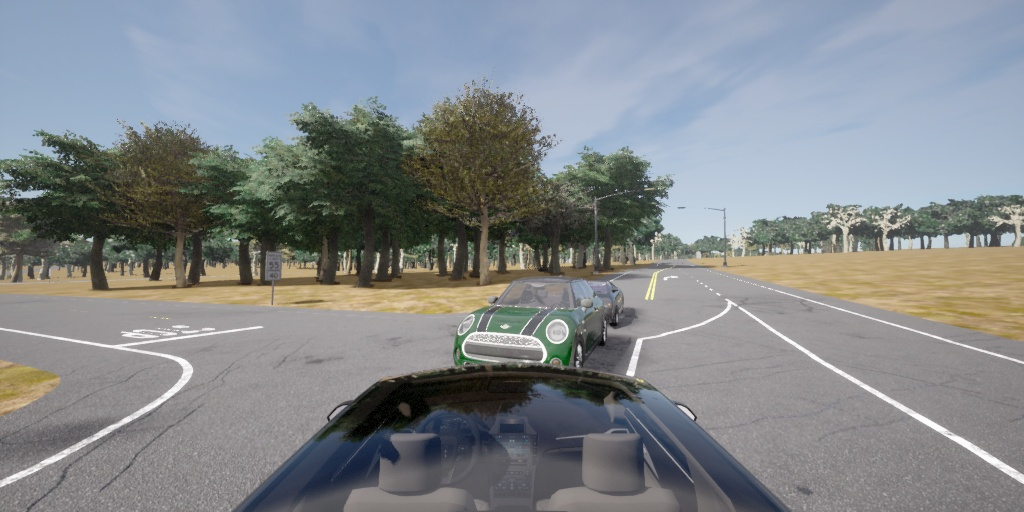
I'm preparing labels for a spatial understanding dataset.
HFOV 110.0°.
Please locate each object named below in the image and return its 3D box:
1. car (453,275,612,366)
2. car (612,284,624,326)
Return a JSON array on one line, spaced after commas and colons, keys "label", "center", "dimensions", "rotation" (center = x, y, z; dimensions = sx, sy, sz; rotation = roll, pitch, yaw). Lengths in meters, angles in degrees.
[{"label": "car", "center": [0.668, 1.223, 7.497], "dimensions": [2.097, 1.767, 4.553], "rotation": [-1, -2, 22]}, {"label": "car", "center": [2.884, 1.555, 12.933], "dimensions": [1.994, 1.385, 4.181], "rotation": [-2, 0, 22]}]
